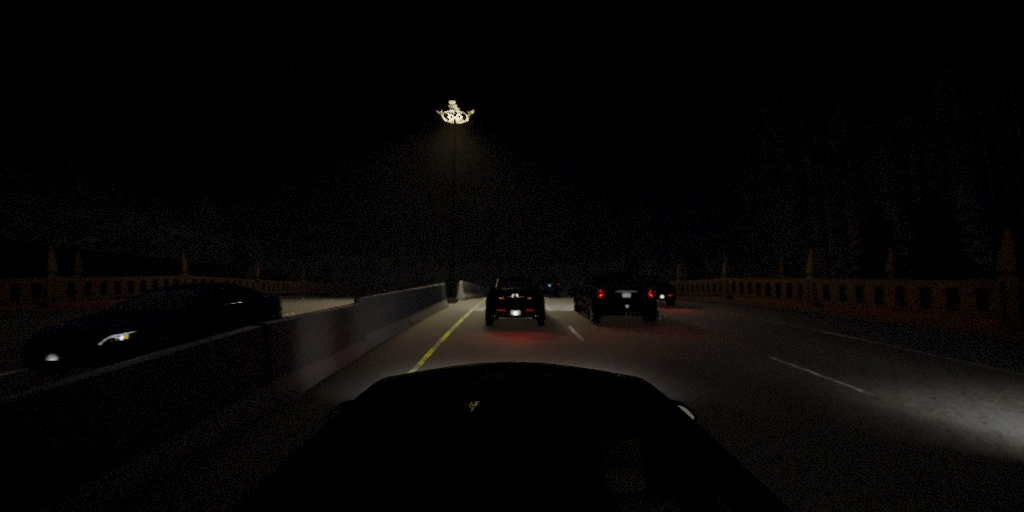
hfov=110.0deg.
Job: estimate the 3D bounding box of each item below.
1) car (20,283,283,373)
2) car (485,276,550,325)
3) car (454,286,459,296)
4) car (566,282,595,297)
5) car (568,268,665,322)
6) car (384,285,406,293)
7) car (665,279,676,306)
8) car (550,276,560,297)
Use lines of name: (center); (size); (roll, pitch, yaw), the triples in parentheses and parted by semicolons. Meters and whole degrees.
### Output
car: (-7.098, 1.346, 7.869); (1.812, 1.442, 4.674); (0, -1, 0)
car: (0.103, 1.478, 12.723); (1.837, 1.490, 4.892); (0, -2, 0)
car: (-7.057, 4.847, 49.350); (1.812, 1.442, 4.674); (0, -6, 0)
car: (7.112, 3.570, 37.764); (2.128, 1.511, 4.902); (0, -6, 0)
car: (3.604, 1.355, 13.393); (2.097, 1.767, 4.553); (0, -2, 0)
car: (-14.072, 4.247, 43.764); (1.812, 1.442, 4.674); (0, -6, 0)
car: (7.106, 1.835, 19.399); (1.837, 1.490, 4.892); (0, -4, 0)
car: (3.612, 3.211, 36.945); (2.150, 2.045, 5.566); (0, -6, 0)
